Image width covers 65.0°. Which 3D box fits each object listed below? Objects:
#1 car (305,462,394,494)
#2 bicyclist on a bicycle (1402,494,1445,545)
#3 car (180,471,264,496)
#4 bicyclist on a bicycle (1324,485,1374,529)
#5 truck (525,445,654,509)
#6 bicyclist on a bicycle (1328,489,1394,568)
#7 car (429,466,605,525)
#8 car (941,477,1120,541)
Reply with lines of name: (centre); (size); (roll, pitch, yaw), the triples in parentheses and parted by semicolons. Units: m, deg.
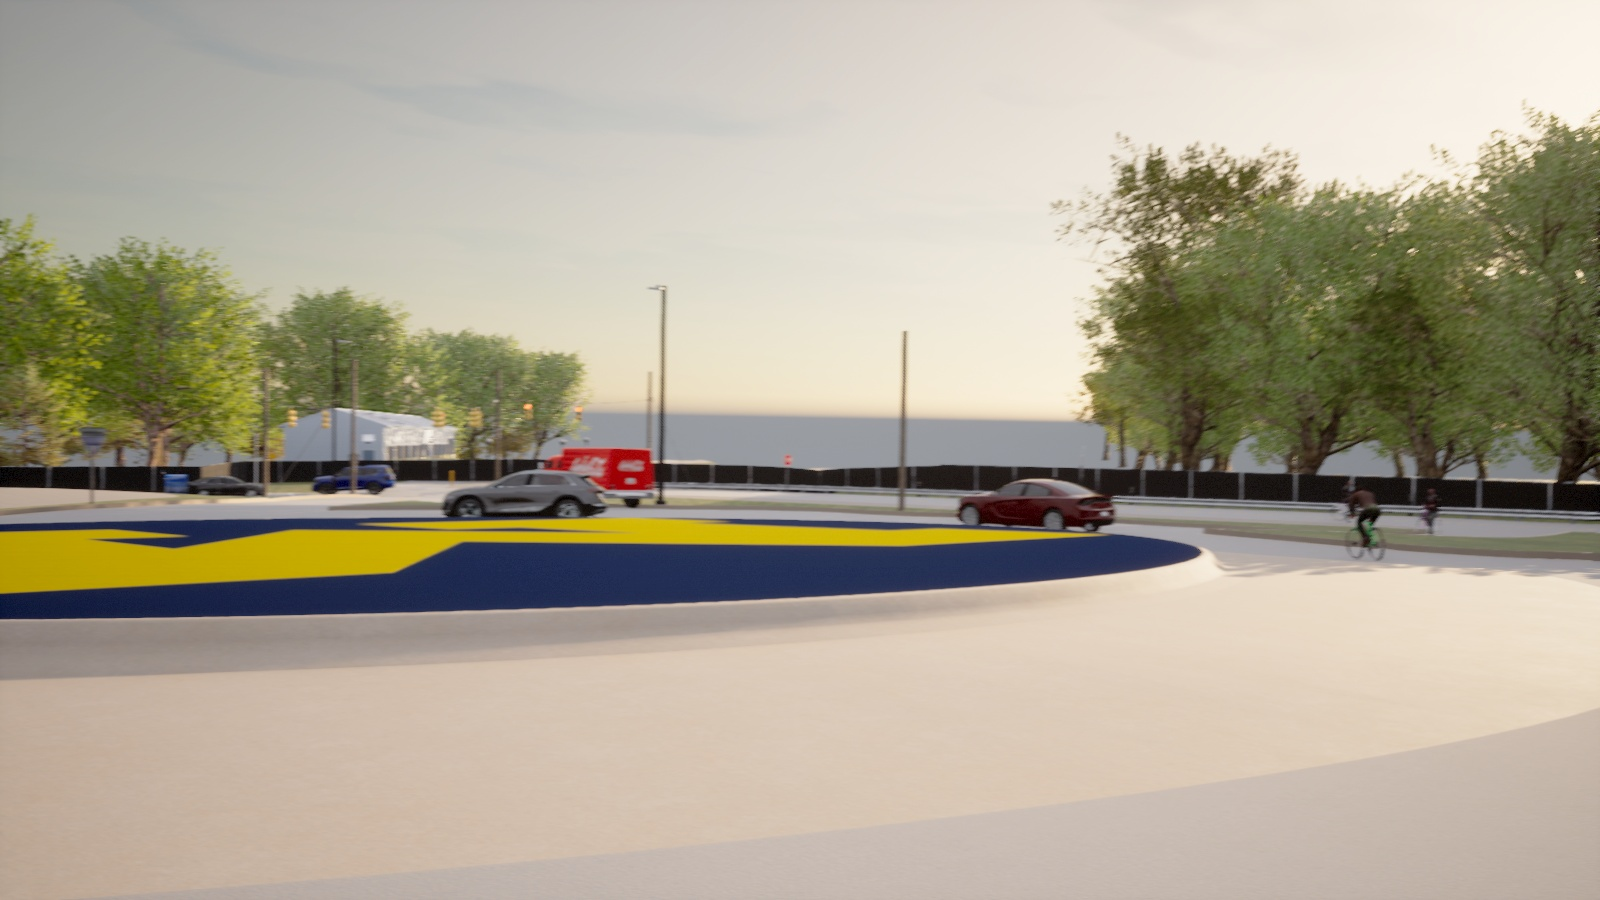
car: (-31.895, 1.946, 89.071); (5.566, 2.045, 2.150); (-1, 3, -7)
bicyclist on a bicycle: (22.244, 2.463, 44.778); (1.843, 1.776, 0.659); (3, -2, -39)
car: (-38.413, 2.230, 83.436); (4.892, 1.490, 1.837); (1, 1, -29)
bicyclist on a bicycle: (23.656, 2.444, 54.110); (0.659, 1.776, 1.843); (0, 1, -45)
truck: (-8.738, 1.103, 51.874); (5.204, 2.467, 2.627); (0, -2, 44)
bicyclist on a bicycle: (11.850, 1.649, 26.572); (0.582, 1.620, 1.656); (0, -3, -1)
car: (-8.434, 1.380, 37.796); (4.856, 1.649, 2.033); (1, -3, -3)
car: (6.637, 1.660, 36.663); (1.882, 1.535, 5.008); (0, 1, -42)
